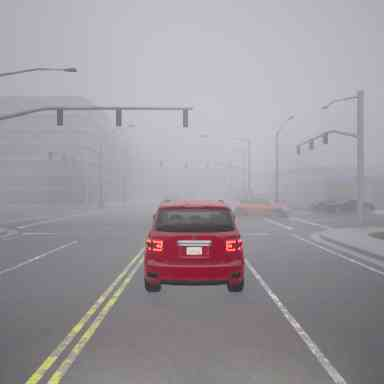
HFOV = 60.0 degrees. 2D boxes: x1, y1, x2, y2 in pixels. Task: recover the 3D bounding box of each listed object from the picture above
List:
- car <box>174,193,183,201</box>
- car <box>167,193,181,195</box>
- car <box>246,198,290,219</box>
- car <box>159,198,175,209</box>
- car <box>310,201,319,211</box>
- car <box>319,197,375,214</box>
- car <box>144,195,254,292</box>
[{"bbox_3d":[-3.648,1.221,88.622,2.150,2.045,5.566,0,0,0],"label":"car"},{"bbox_3d":[-3.673,1.222,61.496,2.150,2.045,5.566,0,0,1],"label":"car"},{"bbox_3d":[6.055,1.340,28.526,4.553,1.767,2.097,0,0,20],"label":"car"},{"bbox_3d":[-3.527,1.562,47.575,1.994,1.385,4.181,0,0,-2],"label":"car"},{"bbox_3d":[16.094,1.352,38.598,4.553,1.767,2.097,0,0,0],"label":"car"},{"bbox_3d":[16.553,1.478,35.091,5.008,1.535,1.882,0,0,0],"label":"car"},{"bbox_3d":[0.057,1.221,9.054,2.150,2.045,5.566,0,0,0],"label":"car"}]
